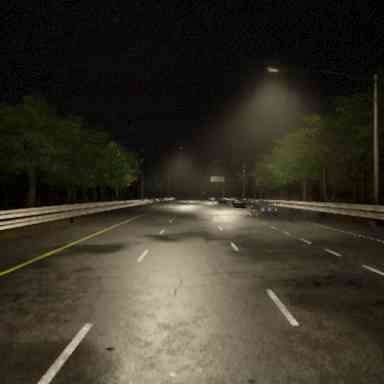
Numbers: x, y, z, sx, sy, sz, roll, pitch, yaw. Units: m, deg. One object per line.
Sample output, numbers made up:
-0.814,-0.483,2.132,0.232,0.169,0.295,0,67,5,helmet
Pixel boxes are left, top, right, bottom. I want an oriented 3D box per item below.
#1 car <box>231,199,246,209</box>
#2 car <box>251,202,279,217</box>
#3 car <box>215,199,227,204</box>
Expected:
7.167,1.843,51.769,2.128,1.511,4.902,0,-1,0,car
7.071,1.689,32.740,2.033,1.411,5.357,0,-1,0,car
7.393,2.288,81.339,1.994,1.385,4.181,0,-1,1,car
